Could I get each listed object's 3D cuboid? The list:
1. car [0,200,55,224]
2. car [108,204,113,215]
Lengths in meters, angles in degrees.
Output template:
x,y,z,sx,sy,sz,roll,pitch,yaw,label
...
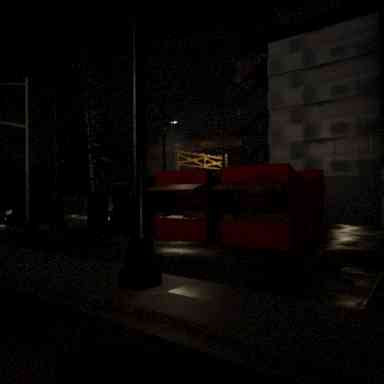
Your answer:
x,y,z,sx,sy,sz,roll,pitch,yaw,label
-12.900,1.479,26.270,2.097,1.767,4.553,-1,-1,36,car
-7.190,1.651,34.121,1.812,1.442,4.674,-1,-1,36,car
